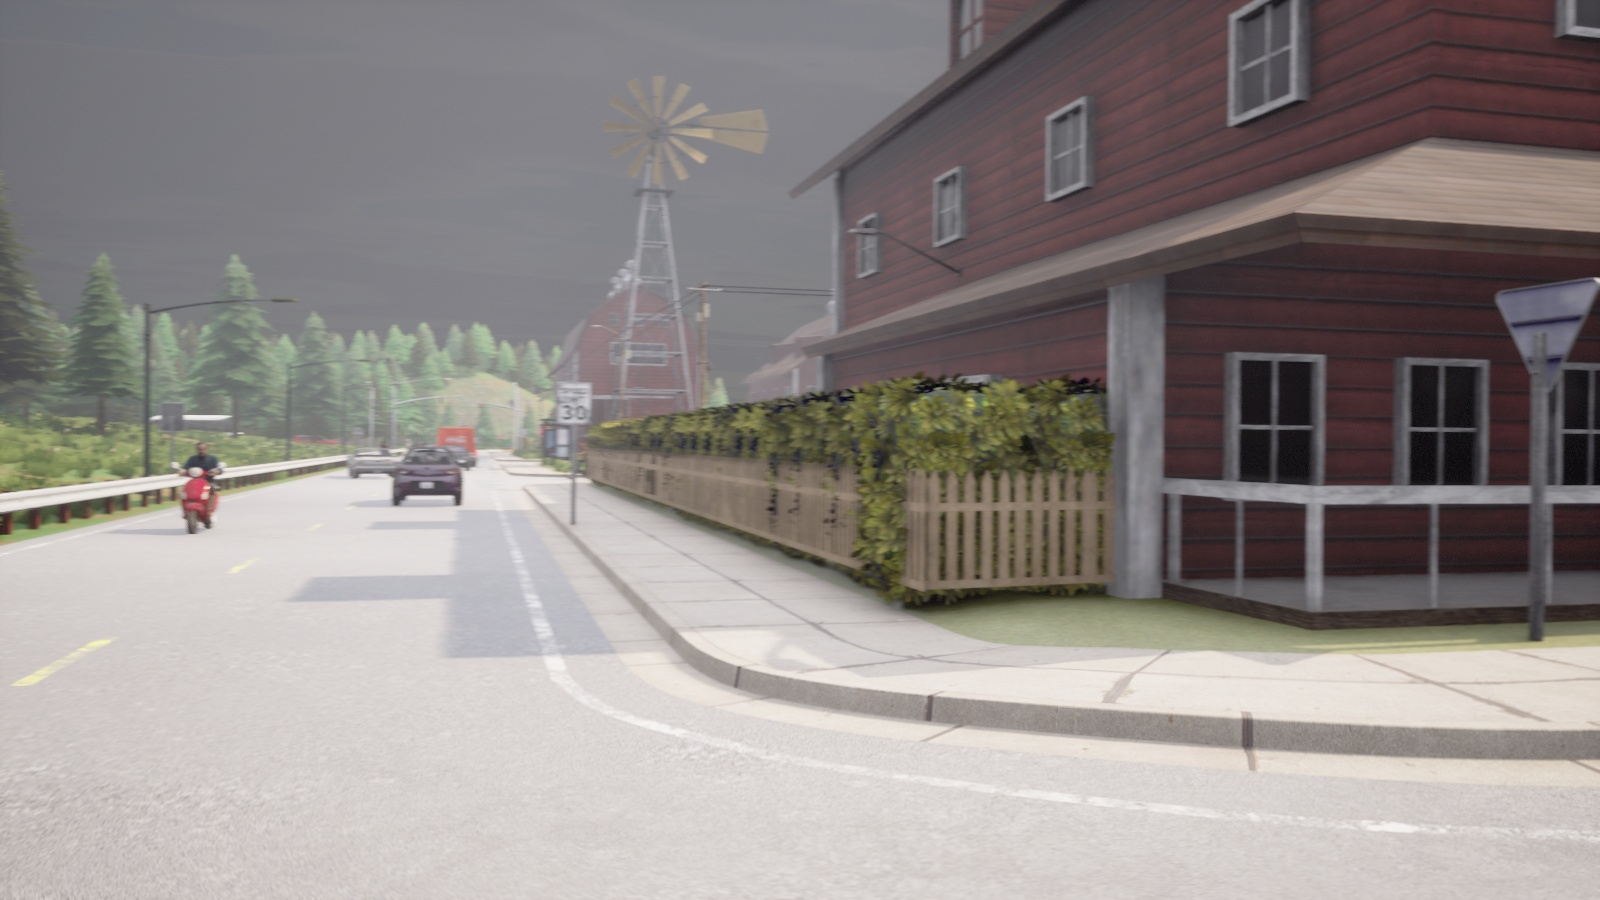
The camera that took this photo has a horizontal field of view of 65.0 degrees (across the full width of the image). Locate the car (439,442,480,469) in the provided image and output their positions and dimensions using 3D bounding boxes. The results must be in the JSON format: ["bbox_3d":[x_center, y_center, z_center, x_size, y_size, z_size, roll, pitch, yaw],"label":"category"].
[{"bbox_3d":[-18.576,0.276,68.659,2.033,1.411,5.357,1,0,-14],"label":"car"}]

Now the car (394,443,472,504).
[{"bbox_3d":[-9.626,0.585,33.193,1.816,1.474,4.193,1,0,-14],"label":"car"}]

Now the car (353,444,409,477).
[{"bbox_3d":[-18.122,0.417,54.156,1.895,1.301,4.718,1,0,-23],"label":"car"}]

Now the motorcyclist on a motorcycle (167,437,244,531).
[{"bbox_3d":[-10.431,0.572,22.084,0.866,1.590,1.817,1,0,-14],"label":"motorcyclist on a motorcycle"}]

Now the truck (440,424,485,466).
[{"bbox_3d":[-21.154,-0.349,78.897,2.627,2.467,5.204,1,1,-15],"label":"truck"}]
